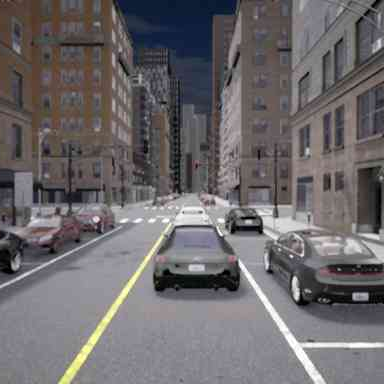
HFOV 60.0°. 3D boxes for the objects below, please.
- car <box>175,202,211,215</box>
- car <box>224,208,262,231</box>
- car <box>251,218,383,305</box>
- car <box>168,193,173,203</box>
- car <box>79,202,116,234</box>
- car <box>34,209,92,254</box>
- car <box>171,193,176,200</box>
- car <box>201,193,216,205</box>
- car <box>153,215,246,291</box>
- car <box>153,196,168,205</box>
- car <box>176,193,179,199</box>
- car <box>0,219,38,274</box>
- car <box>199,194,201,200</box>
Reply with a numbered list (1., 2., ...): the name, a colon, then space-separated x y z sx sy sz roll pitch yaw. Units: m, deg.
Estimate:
1. car: 0.047 1.501 18.051 1.812 1.442 4.674 0 0 1
2. car: 2.868 1.540 18.830 1.947 1.339 4.313 0 0 0
3. car: 2.861 1.540 7.827 2.008 1.369 4.403 0 0 0
4. car: -5.573 1.516 66.755 2.008 1.369 4.403 0 0 0
5. car: -5.657 1.415 18.835 1.967 1.590 4.097 0 0 0
6. car: -5.661 1.564 13.334 1.802 1.307 4.206 0 0 0
7. car: -5.534 1.513 82.811 1.752 1.417 4.829 0 0 0
8. car: 2.925 1.399 55.920 1.967 1.590 4.097 0 0 0
9. car: 0.088 1.551 8.960 1.994 1.385 4.181 0 0 0
10. car: -5.599 1.541 55.938 1.802 1.307 4.206 0 0 0
11. car: -5.508 1.329 93.798 2.192 1.841 5.009 0 0 0
12. car: -5.664 1.555 7.833 1.947 1.339 4.313 0 0 0
13. car: 2.952 1.515 66.738 2.008 1.369 4.403 0 0 0
